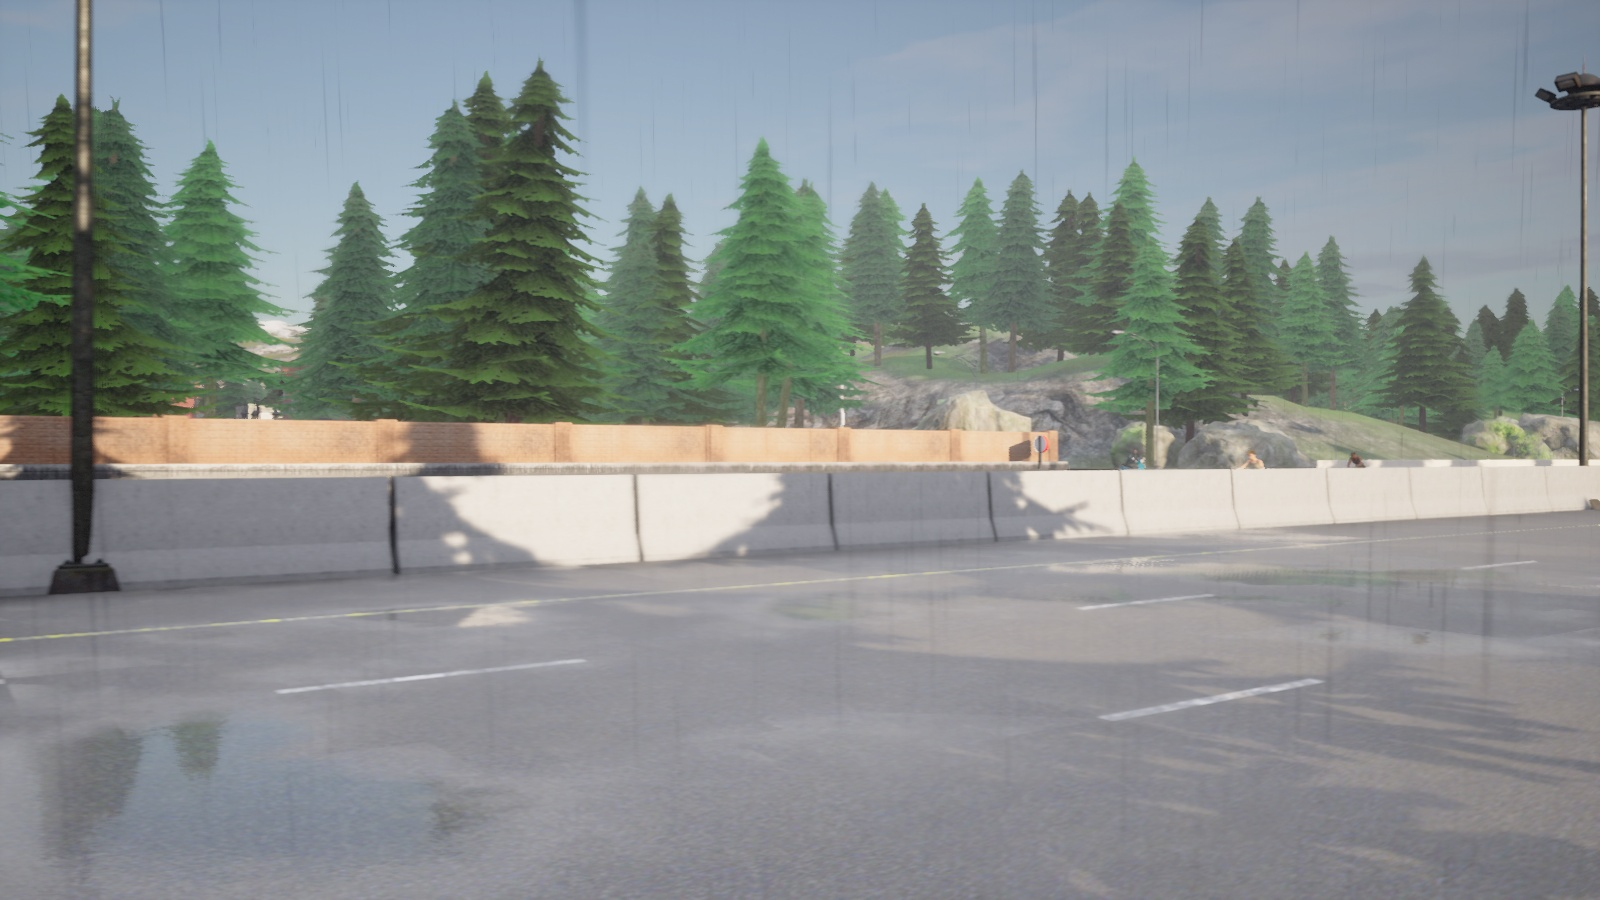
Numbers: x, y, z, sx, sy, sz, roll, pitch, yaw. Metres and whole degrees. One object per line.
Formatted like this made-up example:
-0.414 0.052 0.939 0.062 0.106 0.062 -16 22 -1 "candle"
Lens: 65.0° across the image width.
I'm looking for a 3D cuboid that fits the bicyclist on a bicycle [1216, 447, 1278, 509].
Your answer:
12.061 0.741 33.892 1.509 1.612 0.866 0 0 -35 "bicyclist on a bicycle"
